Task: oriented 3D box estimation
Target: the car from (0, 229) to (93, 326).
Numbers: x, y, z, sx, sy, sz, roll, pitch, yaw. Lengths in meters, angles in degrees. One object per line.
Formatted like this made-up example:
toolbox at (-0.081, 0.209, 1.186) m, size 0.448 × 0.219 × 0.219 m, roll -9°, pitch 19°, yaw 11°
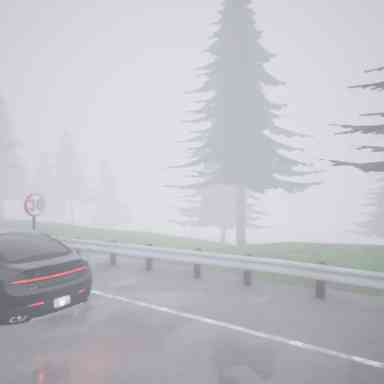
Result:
car at (-4.093, 1.513, 6.695) m, size 4.892 × 1.490 × 1.837 m, roll 0°, pitch 0°, yaw 34°
